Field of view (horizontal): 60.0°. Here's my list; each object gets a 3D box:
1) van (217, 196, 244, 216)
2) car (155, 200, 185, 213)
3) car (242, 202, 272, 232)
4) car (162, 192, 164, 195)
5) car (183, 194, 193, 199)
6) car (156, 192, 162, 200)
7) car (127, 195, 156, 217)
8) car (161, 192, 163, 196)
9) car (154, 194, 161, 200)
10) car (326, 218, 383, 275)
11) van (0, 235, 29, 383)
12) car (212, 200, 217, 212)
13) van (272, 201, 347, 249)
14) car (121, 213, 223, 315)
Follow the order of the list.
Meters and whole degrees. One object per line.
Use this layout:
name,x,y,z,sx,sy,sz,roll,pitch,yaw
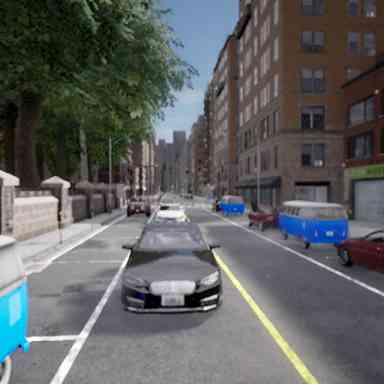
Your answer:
van,3.717,1.279,31.167,1.690,1.788,3.998,0,0,-4
car,-1.460,1.487,21.992,1.812,1.442,4.674,0,0,-4
car,4.572,1.507,19.879,1.887,1.381,4.507,0,0,-4
car,-8.901,1.346,84.918,1.887,1.381,4.507,0,0,-4
car,-0.816,1.223,91.033,1.967,1.590,4.097,0,0,-4
car,-8.065,1.352,73.878,1.752,1.417,4.829,0,0,-4
car,-4.780,1.260,30.483,2.192,1.841,5.009,0,0,-4
car,-8.490,1.364,79.483,2.008,1.369,4.403,0,0,-4
car,-9.313,1.334,90.354,1.887,1.381,4.507,0,0,-4
car,5.427,1.565,8.590,1.802,1.307,4.206,0,0,-4
van,-2.645,1.339,2.275,1.690,1.788,3.998,0,0,-4
car,3.291,1.490,36.812,1.947,1.339,4.313,0,0,-4
van,4.999,1.314,14.234,1.690,1.788,3.998,0,0,-4
car,-0.485,1.479,7.820,2.128,1.511,4.902,0,0,-4
